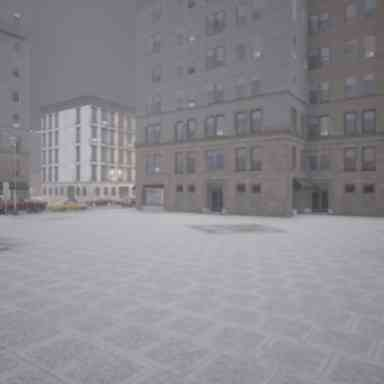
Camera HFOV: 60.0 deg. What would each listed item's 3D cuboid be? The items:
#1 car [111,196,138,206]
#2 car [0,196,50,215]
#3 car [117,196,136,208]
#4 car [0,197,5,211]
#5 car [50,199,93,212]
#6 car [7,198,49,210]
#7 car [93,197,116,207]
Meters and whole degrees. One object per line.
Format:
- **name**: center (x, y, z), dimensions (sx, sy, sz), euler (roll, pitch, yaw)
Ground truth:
- **car**: center (-11.198, 1.404, 55.221), dimensions (1.967, 1.590, 4.097), euler (0, 0, 36)
- **car**: center (-17.241, 1.315, 32.947), dimensions (2.192, 1.841, 5.009), euler (0, 0, 36)
- **car**: center (-7.811, 1.447, 46.155), dimensions (1.967, 1.590, 4.097), euler (0, 0, 36)
- **car**: center (-23.772, 1.395, 37.611), dimensions (1.967, 1.590, 4.097), euler (0, 0, 36)
- **car**: center (-13.999, 1.527, 37.489), dimensions (1.752, 1.417, 4.829), euler (0, 0, 36)
- **car**: center (-20.629, 1.508, 42.014), dimensions (2.008, 1.369, 4.403), euler (0, 0, 36)
- **car**: center (-14.342, 1.506, 50.819), dimensions (1.887, 1.381, 4.507), euler (0, 0, 36)
